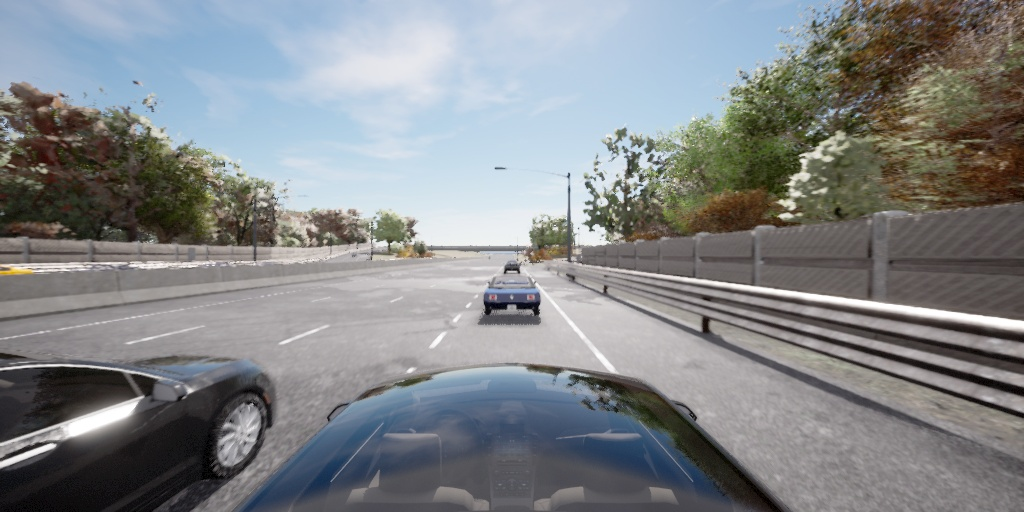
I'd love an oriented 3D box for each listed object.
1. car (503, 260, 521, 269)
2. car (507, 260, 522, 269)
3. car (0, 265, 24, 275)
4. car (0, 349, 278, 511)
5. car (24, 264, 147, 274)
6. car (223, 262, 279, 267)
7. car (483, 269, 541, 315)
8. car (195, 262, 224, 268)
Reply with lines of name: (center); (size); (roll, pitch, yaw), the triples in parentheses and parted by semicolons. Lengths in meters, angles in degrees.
car: (-0.002, 1.252, 42.191); (1.837, 1.490, 4.892); (0, 0, 0)
car: (0.444, 1.354, 58.217); (1.895, 1.301, 4.718); (0, 0, 5)
car: (-31.577, 1.218, 20.860); (1.882, 1.535, 5.008); (0, 0, 0)
car: (-3.399, 1.255, 1.826); (1.837, 1.490, 4.892); (0, 0, 0)
car: (-24.578, 1.231, 21.402); (2.128, 1.511, 4.902); (0, 0, 0)
car: (-21.091, 1.290, 30.377); (2.033, 1.411, 5.357); (0, 0, 0)
car: (0.000, 1.341, 13.579); (1.895, 1.301, 4.718); (0, 0, 0)
car: (-28.074, 1.292, 33.978); (2.033, 1.411, 5.357); (0, 0, 0)
